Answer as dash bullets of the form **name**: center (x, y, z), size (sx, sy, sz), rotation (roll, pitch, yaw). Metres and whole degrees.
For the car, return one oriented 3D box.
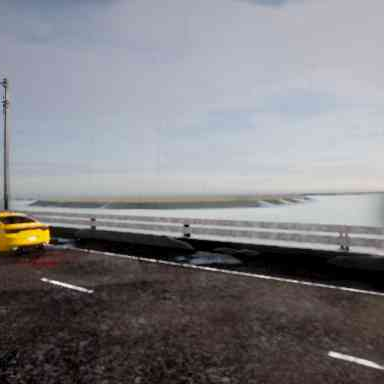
- **car**: center (-7.991, 1.614, 13.914), size (5.008, 1.535, 1.882), rotation (0, 0, 36)
